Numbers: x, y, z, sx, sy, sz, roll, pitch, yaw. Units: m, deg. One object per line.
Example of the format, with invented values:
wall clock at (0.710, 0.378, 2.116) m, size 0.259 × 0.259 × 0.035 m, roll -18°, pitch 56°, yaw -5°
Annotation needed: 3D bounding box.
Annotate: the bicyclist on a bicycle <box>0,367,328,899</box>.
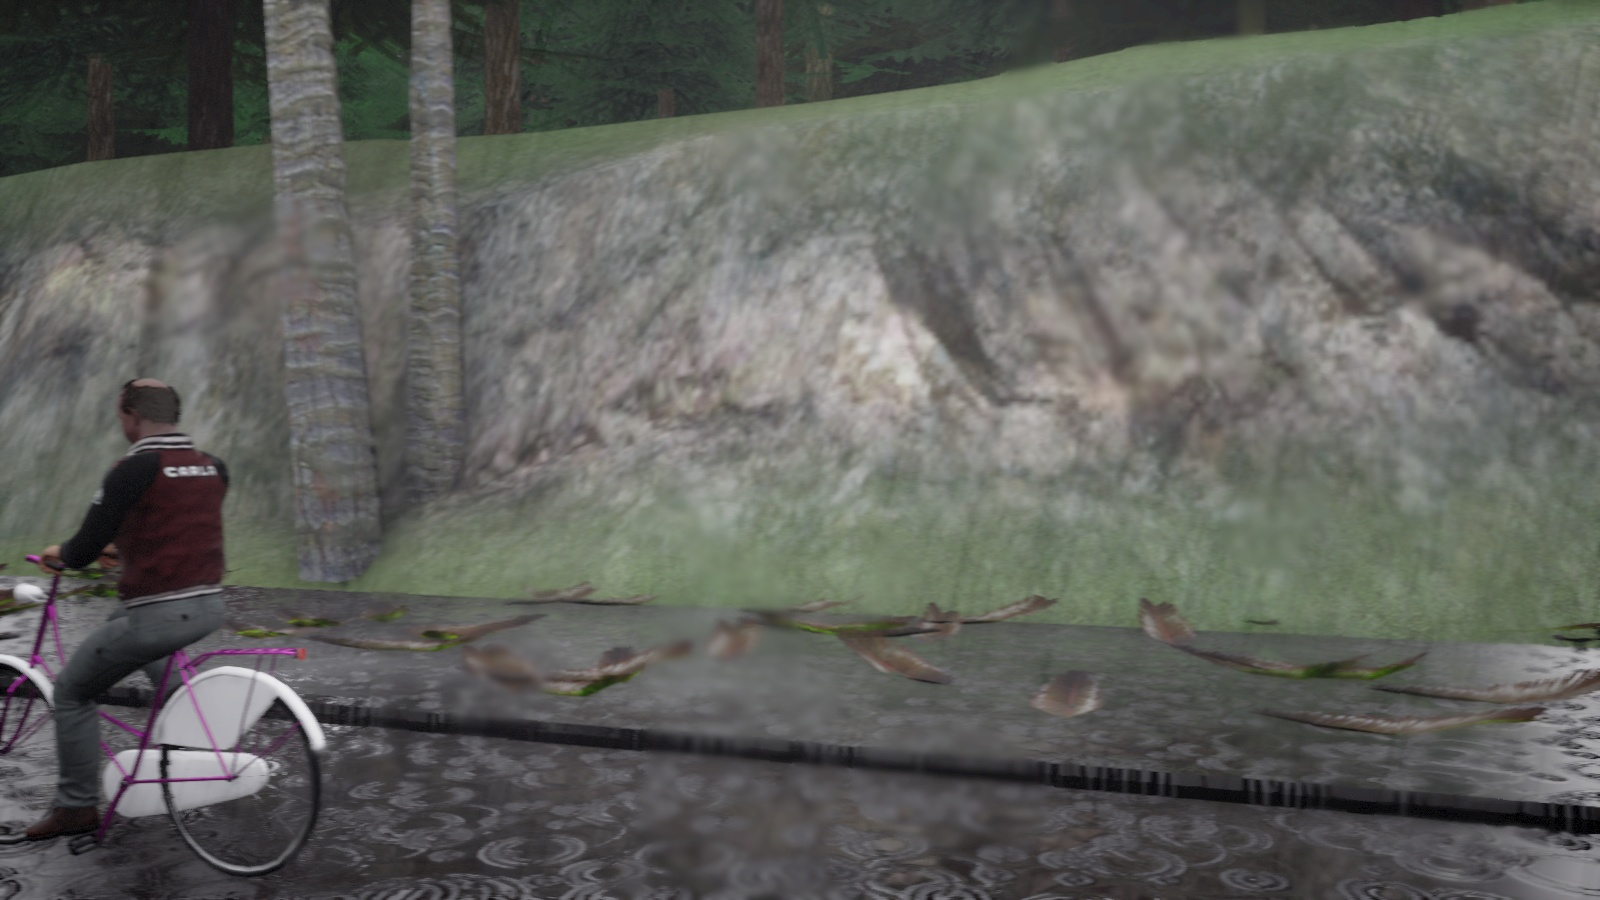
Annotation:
bicyclist on a bicycle at (-2.729, 0.608, 4.637) m, size 1.843 × 1.776 × 0.659 m, roll 1°, pitch 1°, yaw 19°
